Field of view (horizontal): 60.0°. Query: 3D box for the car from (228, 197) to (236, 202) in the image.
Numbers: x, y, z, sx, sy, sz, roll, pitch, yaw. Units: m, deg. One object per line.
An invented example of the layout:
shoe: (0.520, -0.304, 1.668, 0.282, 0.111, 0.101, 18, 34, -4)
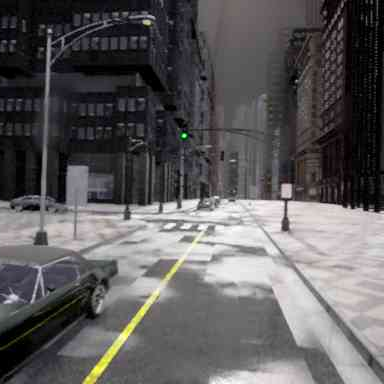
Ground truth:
car: (9.573, 1.845, 80.353, 1.895, 1.301, 4.718, 2, 0, 7)

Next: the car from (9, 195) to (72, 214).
car: (-12.386, 1.029, 27.284, 4.902, 1.511, 2.128, 2, -1, 7)

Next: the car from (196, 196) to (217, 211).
car: (1.707, 1.478, 41.040, 1.837, 1.490, 4.892, 2, 0, 7)

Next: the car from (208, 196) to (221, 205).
car: (4.223, 1.540, 61.107, 2.128, 1.511, 4.902, 2, 0, 7)

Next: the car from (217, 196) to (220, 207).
car: (2.922, 1.568, 50.923, 1.994, 1.385, 4.181, 2, 0, 7)

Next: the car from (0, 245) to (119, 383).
car: (-2.665, 1.523, 4.575, 1.895, 1.301, 4.718, 2, 0, 7)
